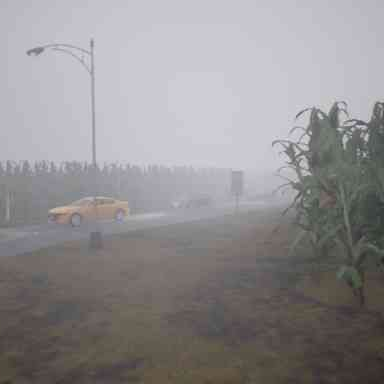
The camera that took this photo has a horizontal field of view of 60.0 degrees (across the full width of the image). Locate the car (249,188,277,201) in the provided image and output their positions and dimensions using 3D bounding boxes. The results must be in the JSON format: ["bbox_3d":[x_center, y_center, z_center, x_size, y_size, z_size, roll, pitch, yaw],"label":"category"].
[{"bbox_3d":[8.516,0.295,39.523,1.812,1.442,4.674,0,3,37],"label":"car"}]

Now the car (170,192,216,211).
[{"bbox_3d":[0.166,0.737,28.212,2.128,1.511,4.902,0,2,36],"label":"car"}]

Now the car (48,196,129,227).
[{"bbox_3d":[-6.026,1.054,19.865,1.882,1.535,5.008,0,2,38],"label":"car"}]
